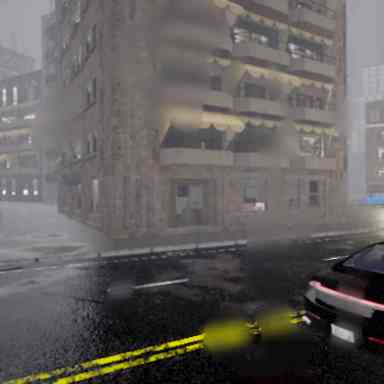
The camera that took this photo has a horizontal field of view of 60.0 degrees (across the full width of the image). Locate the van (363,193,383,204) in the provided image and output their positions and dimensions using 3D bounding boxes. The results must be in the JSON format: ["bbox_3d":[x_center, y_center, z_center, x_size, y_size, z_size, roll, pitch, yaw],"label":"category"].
[{"bbox_3d":[30.141,1.144,53.944,3.998,1.788,1.690,1,0,28],"label":"van"}]

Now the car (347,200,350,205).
[{"bbox_3d":[21.152,1.339,49.210,4.206,1.307,1.802,1,-1,28],"label":"car"}]

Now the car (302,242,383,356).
[{"bbox_3d":[3.940,1.517,5.246,4.902,1.511,2.128,0,0,-29],"label":"car"}]
